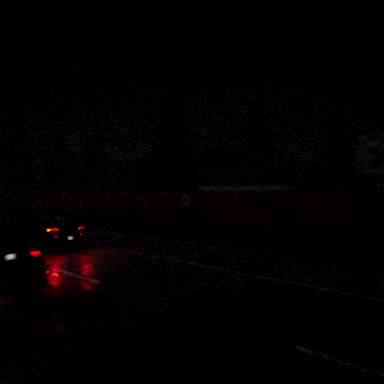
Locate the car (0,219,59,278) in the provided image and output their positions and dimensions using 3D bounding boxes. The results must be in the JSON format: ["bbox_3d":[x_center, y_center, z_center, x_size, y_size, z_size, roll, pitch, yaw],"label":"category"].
[{"bbox_3d":[-6.188,1.597,9.639,5.357,1.411,2.033,0,-1,42],"label":"car"}]

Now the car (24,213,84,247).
[{"bbox_3d":[-6.492,1.631,14.645,4.674,1.442,1.812,-1,-1,42],"label":"car"}]
